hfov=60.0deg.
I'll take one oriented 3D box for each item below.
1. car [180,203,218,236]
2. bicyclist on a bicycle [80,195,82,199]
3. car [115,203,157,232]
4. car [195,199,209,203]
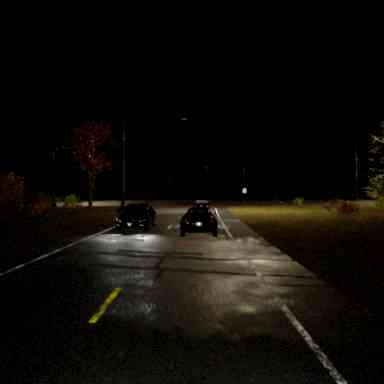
[{"bbox_3d":[0.380,1.544,18.383,1.994,1.385,4.181,0,0,1],"label":"car"},{"bbox_3d":[-23.660,1.449,70.490,0.582,1.620,1.656,0,0,7],"label":"bicyclist on a bicycle"},{"bbox_3d":[-3.273,1.478,20.170,1.837,1.490,4.892,0,0,2],"label":"car"},{"bbox_3d":[1.078,1.489,36.490,2.033,1.411,5.357,0,0,3],"label":"car"}]
